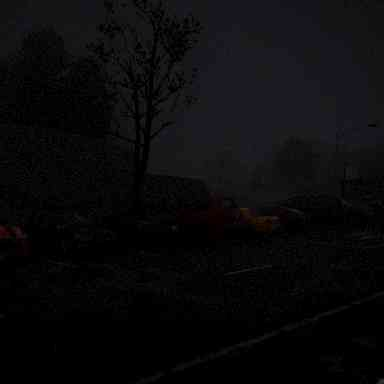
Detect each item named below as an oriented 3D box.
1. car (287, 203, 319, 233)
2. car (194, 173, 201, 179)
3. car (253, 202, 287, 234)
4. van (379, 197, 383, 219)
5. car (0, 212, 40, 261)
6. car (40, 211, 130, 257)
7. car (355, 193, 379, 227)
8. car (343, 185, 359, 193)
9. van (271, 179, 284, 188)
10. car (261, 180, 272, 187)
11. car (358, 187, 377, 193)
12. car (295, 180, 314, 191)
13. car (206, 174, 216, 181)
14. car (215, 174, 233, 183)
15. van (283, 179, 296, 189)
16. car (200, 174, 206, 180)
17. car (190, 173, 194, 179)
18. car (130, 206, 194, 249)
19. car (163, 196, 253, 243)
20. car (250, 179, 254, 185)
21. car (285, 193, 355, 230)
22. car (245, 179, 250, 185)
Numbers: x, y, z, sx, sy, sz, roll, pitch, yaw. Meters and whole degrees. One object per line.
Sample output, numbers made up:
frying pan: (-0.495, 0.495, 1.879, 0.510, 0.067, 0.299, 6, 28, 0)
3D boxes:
car: (4.731, 1.550, 19.892, 4.674, 1.452, 2.002, -1, -1, 35)
car: (3.394, -4.083, 92.177, 2.185, 1.767, 4.553, 4, 1, 33)
car: (2.126, 1.504, 18.261, 5.366, 1.575, 1.946, -1, -1, 34)
van: (12.203, 1.298, 25.034, 4.442, 1.987, 1.878, -1, -1, 35)
car: (-7.515, 1.367, 11.203, 4.553, 1.767, 2.185, -1, -1, 34)
car: (-5.051, 1.495, 12.932, 4.892, 1.521, 2.231, -1, -1, 34)
car: (9.667, 1.269, 23.361, 5.566, 2.045, 2.435, -1, -1, 35)
car: (27.768, -0.424, 57.771, 2.435, 2.045, 5.566, 7, 3, 35)
van: (19.052, -1.762, 69.979, 1.878, 1.987, 4.442, 7, 4, 35)
car: (17.474, -1.810, 72.708, 1.946, 1.575, 5.366, 7, 3, 35)
car: (29.462, 0.138, 55.301, 2.002, 1.452, 4.674, 7, 3, 35)
car: (22.547, -0.990, 65.150, 2.231, 1.521, 4.892, 7, 3, 35)
car: (6.924, -3.697, 87.246, 2.435, 2.045, 5.566, 7, 3, 34)
car: (8.779, -3.174, 84.989, 1.946, 1.575, 5.366, 7, 3, 34)
van: (20.784, -1.489, 67.510, 1.878, 1.987, 4.442, 7, 4, 35)
car: (5.127, -3.848, 89.709, 2.185, 1.767, 4.553, 6, 3, 34)
car: (1.619, -4.360, 94.522, 2.435, 2.045, 5.566, 1, -1, 34)
car: (-2.633, 1.526, 14.682, 4.792, 1.488, 2.163, -1, -1, 34)
car: (-0.191, 1.249, 16.430, 5.566, 2.045, 2.435, -1, -1, 34)
car: (15.640, -2.041, 75.026, 2.002, 1.452, 4.674, 7, 3, 35)
car: (7.156, 1.264, 21.653, 5.566, 2.045, 2.435, -1, -1, 35)
car: (13.894, -2.315, 77.486, 2.002, 1.452, 4.674, 7, 3, 35)
